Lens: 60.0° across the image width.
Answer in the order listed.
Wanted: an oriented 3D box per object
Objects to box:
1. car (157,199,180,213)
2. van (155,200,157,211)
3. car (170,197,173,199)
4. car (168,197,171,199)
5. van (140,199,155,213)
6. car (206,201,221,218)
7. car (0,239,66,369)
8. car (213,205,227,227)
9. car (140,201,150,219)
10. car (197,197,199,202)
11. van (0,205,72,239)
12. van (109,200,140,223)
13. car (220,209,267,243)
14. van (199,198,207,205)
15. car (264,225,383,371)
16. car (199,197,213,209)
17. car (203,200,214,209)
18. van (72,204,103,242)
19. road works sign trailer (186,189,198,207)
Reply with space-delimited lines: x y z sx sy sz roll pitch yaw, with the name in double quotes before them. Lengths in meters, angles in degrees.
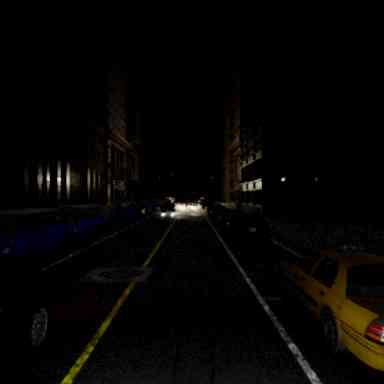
"car" -3.146 2.036 45.050 2.033 1.411 5.357 0 -1 0
"van" -5.816 1.831 45.112 1.690 1.788 3.998 0 -1 0
"car" -5.850 2.353 73.199 1.887 1.381 4.507 0 -1 0
"car" -5.844 2.294 67.587 2.008 1.369 4.403 0 -1 0
"van" -5.809 1.769 39.493 1.690 1.788 3.998 0 -1 0
"car" 2.722 1.893 34.062 1.752 1.417 4.829 0 -1 0
"car" -3.105 1.565 3.549 1.812 1.442 4.674 0 -1 0
"car" 2.736 1.810 22.654 1.947 1.339 4.313 0 -1 0
"car" -5.802 1.911 33.873 1.887 1.381 4.507 0 -1 0
"car" 2.675 2.359 73.220 2.008 1.369 4.403 0 -1 0
"van" -5.775 1.464 11.403 1.690 1.788 3.998 0 -1 0
"van" -5.795 1.646 28.257 1.690 1.788 3.998 0 -1 0
"car" 2.743 1.749 17.036 1.947 1.339 4.313 0 -1 0
"van" 2.668 2.215 78.841 1.690 1.788 3.998 0 -1 0
"car" 2.756 1.590 5.970 1.752 1.417 4.829 0 -1 0
"car" 2.695 1.930 56.368 2.192 1.841 5.009 0 -1 0
"car" 2.716 1.994 39.510 1.947 1.339 4.313 0 -1 0
"van" -5.782 1.524 17.021 1.690 1.788 3.998 0 -1 0
"road works sign trailer" -0.080 1.196 66.597 2.380 3.560 2.880 0 -1 0
